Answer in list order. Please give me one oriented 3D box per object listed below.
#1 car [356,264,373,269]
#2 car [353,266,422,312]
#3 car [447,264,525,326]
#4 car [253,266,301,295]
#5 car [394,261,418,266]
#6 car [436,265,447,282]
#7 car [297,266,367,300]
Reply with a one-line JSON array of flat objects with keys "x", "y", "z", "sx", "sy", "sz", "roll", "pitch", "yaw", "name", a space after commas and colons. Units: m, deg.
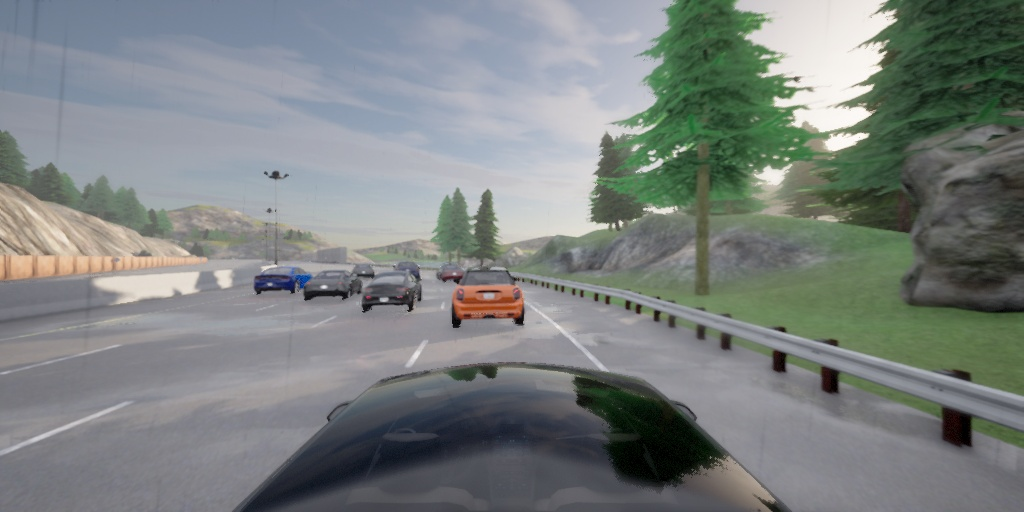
[{"x": -14.554, "y": 1.471, "z": 35.021, "sx": 1.994, "sy": 1.385, "sz": 4.181, "roll": 0, "pitch": 0, "yaw": -24, "name": "car"}, {"x": -4.744, "y": 1.332, "z": 14.578, "sx": 1.812, "sy": 1.442, "sz": 4.674, "roll": 0, "pitch": 0, "yaw": -9, "name": "car"}, {"x": -0.886, "y": 1.132, "z": 12.013, "sx": 2.097, "sy": 1.767, "sz": 4.553, "roll": 0, "pitch": 0, "yaw": -7, "name": "car"}, {"x": -13.227, "y": 1.343, "z": 21.080, "sx": 1.882, "sy": 1.535, "sz": 5.008, "roll": 0, "pitch": 0, "yaw": -14, "name": "car"}, {"x": -9.458, "y": 1.225, "z": 31.910, "sx": 2.097, "sy": 1.767, "sz": 4.553, "roll": 0, "pitch": 0, "yaw": -20, "name": "car"}, {"x": -5.275, "y": 1.413, "z": 30.657, "sx": 1.994, "sy": 1.385, "sz": 4.181, "roll": 0, "pitch": 0, "yaw": -19, "name": "car"}, {"x": -9.044, "y": 1.401, "z": 18.398, "sx": 1.994, "sy": 1.385, "sz": 4.181, "roll": 0, "pitch": 0, "yaw": -12, "name": "car"}]
